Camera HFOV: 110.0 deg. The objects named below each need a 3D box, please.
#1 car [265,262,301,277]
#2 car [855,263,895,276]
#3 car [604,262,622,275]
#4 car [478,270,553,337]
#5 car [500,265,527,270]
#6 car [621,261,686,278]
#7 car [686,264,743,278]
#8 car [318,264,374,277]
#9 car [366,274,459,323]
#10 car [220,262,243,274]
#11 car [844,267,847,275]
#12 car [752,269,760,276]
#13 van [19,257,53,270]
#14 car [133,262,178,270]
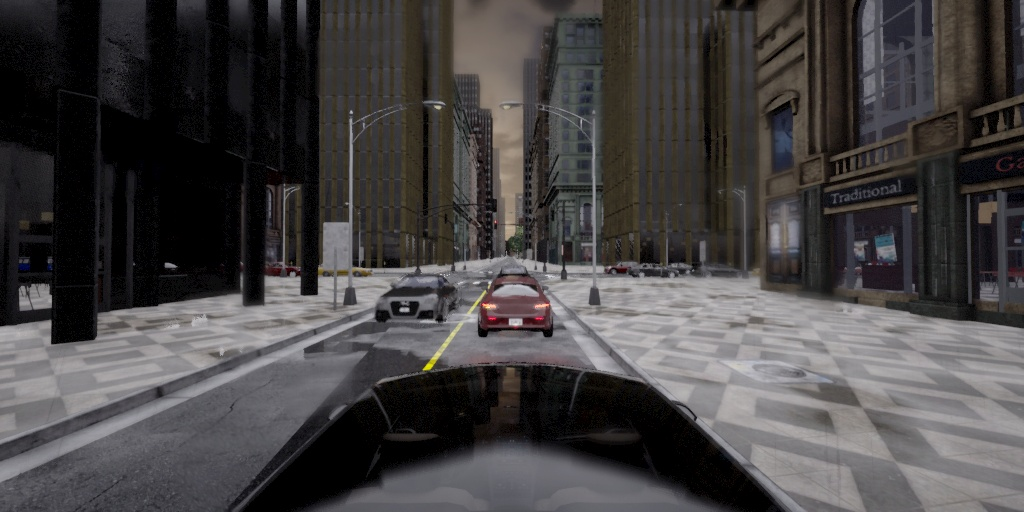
[{"bbox_3d":[-20.073,1.195,31.268,4.507,1.381,1.888,0,0,0],"label":"car"},{"bbox_3d":[40.656,1.455,40.018,4.097,1.591,1.967,0,0,0],"label":"car"},{"bbox_3d":[12.315,1.313,39.913,4.097,1.591,1.967,0,0,0],"label":"car"},{"bbox_3d":[0.088,1.278,10.141,1.812,1.442,4.674,0,0,0],"label":"car"},{"bbox_3d":[0.092,1.247,19.394,2.128,1.511,4.902,0,0,0],"label":"car"},{"bbox_3d":[12.316,1.294,31.389,4.403,1.370,2.007,0,0,0],"label":"car"},{"bbox_3d":[17.986,1.330,31.410,4.313,1.339,1.948,0,0,0],"label":"car"},{"bbox_3d":[-14.603,1.188,31.288,4.829,1.417,1.751,0,0,0],"label":"car"},{"bbox_3d":[-3.002,1.317,12.018,1.994,1.385,4.181,0,0,0],"label":"car"},{"bbox_3d":[-30.973,1.305,39.751,4.507,1.381,1.888,0,0,0],"label":"car"},{"bbox_3d":[34.989,1.561,39.997,4.207,1.307,1.802,0,0,0],"label":"car"},{"bbox_3d":[23.823,1.314,31.431,4.829,1.417,1.751,0,0,0],"label":"car"},{"bbox_3d":[-41.274,0.956,31.188,3.998,1.789,1.690,0,0,0],"label":"van"},{"bbox_3d":[-30.673,1.196,31.228,4.313,1.339,1.948,0,0,0],"label":"car"}]
